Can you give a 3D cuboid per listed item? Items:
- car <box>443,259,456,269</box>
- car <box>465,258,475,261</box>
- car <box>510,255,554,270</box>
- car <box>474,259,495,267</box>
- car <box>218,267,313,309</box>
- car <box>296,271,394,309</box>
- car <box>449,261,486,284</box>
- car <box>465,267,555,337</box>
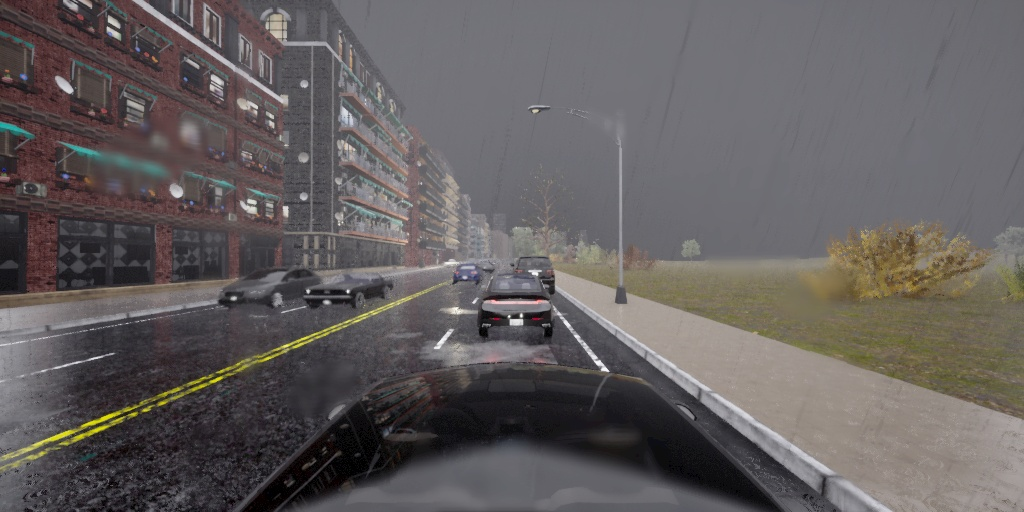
[{"bbox_3d":[-9.889,1.275,58.248,1.812,1.442,4.674,0,0,0],"label":"car"},{"bbox_3d":[-6.638,1.101,58.451,2.097,1.767,4.553,0,0,0],"label":"car"},{"bbox_3d":[1.120,0.977,20.162,2.150,2.045,5.566,0,0,0],"label":"car"},{"bbox_3d":[-3.191,1.314,44.010,1.994,1.385,4.181,0,0,0],"label":"car"},{"bbox_3d":[-9.863,1.256,15.155,1.837,1.490,4.892,0,0,0],"label":"car"},{"bbox_3d":[-6.612,1.352,15.026,1.895,1.301,4.718,0,0,0],"label":"car"},{"bbox_3d":[-3.174,1.278,26.428,1.812,1.442,4.674,0,0,0],"label":"car"},{"bbox_3d":[0.092,1.243,10.292,2.128,1.511,4.902,0,0,0],"label":"car"}]
